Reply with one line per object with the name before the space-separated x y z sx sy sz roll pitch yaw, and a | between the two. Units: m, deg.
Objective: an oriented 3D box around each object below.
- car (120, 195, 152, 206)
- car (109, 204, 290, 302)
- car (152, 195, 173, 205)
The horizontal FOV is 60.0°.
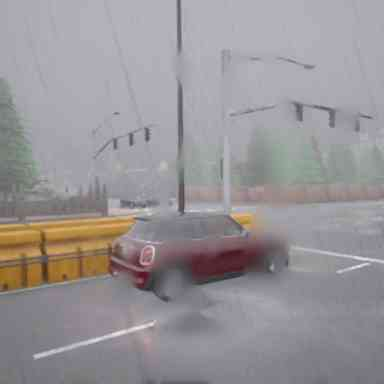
car | -7.234 1.206 40.923 1.837 1.490 4.892 -1 1 -36
car | 0.358 1.268 8.323 4.553 1.767 2.097 -1 1 -35
car | -4.239 1.169 42.754 1.812 1.442 4.674 -1 1 -36
